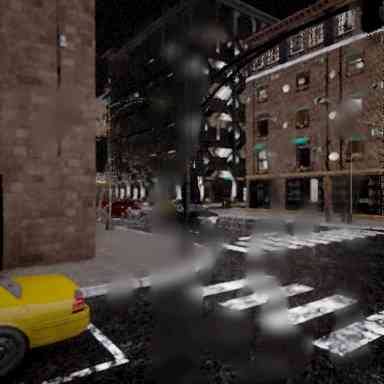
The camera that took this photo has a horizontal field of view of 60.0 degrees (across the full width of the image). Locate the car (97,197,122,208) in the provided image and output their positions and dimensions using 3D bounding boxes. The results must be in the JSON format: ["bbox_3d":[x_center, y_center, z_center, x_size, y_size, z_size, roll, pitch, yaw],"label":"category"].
[{"bbox_3d":[-11.834,1.507,47.720,1.887,1.381,4.507,0,0,-36],"label":"car"}]

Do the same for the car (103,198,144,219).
[{"bbox_3d":[-6.022,1.524,29.830,1.812,1.442,4.674,0,0,-36],"label":"car"}]

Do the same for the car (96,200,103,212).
[{"bbox_3d":[-12.099,1.496,38.236,1.837,1.490,4.892,0,0,-36],"label":"car"}]

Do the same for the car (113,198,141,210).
[{"bbox_3d":[-8.512,1.507,43.135,1.887,1.381,4.507,0,0,-36],"label":"car"}]

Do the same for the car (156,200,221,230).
[{"bbox_3d":[-0.155,1.503,21.730,2.128,1.511,4.902,0,0,-36],"label":"car"}]

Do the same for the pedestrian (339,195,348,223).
[{"bbox_3d":[10.182,1.120,22.348,0.375,1.860,0.375,0,0,-36],"label":"pedestrian"}]

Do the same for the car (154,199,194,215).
[{"bbox_3d":[-1.968,1.494,34.104,1.752,1.417,4.829,0,0,-36],"label":"car"}]

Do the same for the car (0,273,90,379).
[{"bbox_3d":[-3.743,1.524,3.897,4.829,1.417,1.752,0,0,-35],"label":"car"}]

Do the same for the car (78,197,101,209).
[{"bbox_3d":[-14.561,1.501,46.980,1.812,1.442,4.674,0,0,-35],"label":"car"}]
